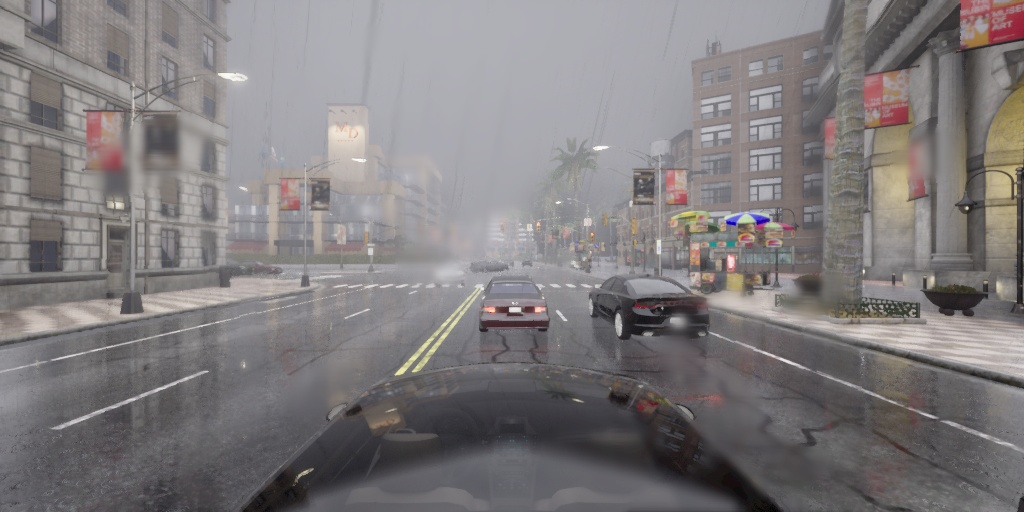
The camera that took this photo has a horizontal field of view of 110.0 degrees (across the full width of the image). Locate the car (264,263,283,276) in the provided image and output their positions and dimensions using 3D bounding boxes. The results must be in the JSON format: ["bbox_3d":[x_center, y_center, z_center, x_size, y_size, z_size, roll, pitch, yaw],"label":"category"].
[{"bbox_3d":[-25.900,1.276,36.403,4.674,1.442,1.812,0,0,-1],"label":"car"}]

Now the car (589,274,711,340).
[{"bbox_3d":[3.485,1.228,10.031,1.882,1.535,5.008,0,0,0],"label":"car"}]

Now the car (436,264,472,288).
[{"bbox_3d":[-4.130,1.276,24.158,1.812,1.442,4.674,1,0,-15],"label":"car"}]

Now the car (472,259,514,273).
[{"bbox_3d":[-2.547,1.241,41.959,4.902,1.511,2.128,0,0,-42],"label":"car"}]

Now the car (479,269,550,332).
[{"bbox_3d":[-0.006,1.297,10.846,2.033,1.411,5.357,0,0,-2],"label":"car"}]

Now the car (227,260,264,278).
[{"bbox_3d":[-25.955,1.102,32.892,4.553,1.767,2.097,0,0,-1],"label":"car"}]
